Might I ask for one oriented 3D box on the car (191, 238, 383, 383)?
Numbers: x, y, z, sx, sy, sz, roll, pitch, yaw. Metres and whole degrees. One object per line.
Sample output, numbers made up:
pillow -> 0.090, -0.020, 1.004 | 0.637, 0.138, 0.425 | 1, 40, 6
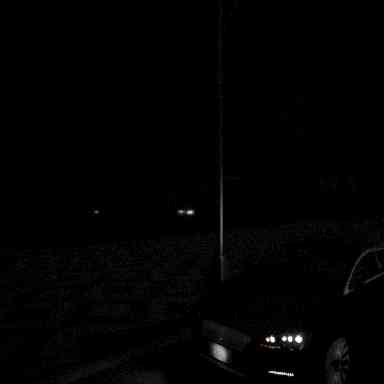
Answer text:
car -> 2.149, 1.564, 5.394 | 4.902, 1.511, 2.128 | 0, -1, -42
